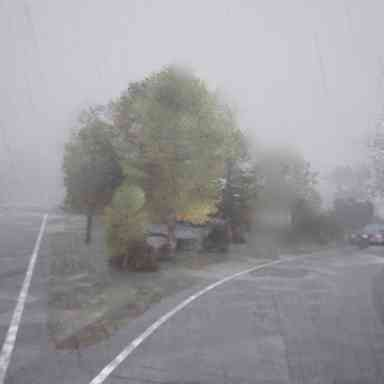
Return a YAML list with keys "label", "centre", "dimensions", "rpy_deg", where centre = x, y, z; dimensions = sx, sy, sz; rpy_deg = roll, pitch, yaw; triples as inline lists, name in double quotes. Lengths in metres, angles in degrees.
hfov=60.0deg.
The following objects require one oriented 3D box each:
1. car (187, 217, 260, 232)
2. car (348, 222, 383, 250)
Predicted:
- label: "car"
  centre: [2.233, 1.789, 24.645]
  dimensions: [5.566, 2.045, 2.150]
  rpy_deg: [4, -6, 14]
- label: "car"
  centre: [10.273, 2.277, 17.255]
  dimensions: [5.357, 1.411, 2.033]
  rpy_deg: [3, -7, -35]
